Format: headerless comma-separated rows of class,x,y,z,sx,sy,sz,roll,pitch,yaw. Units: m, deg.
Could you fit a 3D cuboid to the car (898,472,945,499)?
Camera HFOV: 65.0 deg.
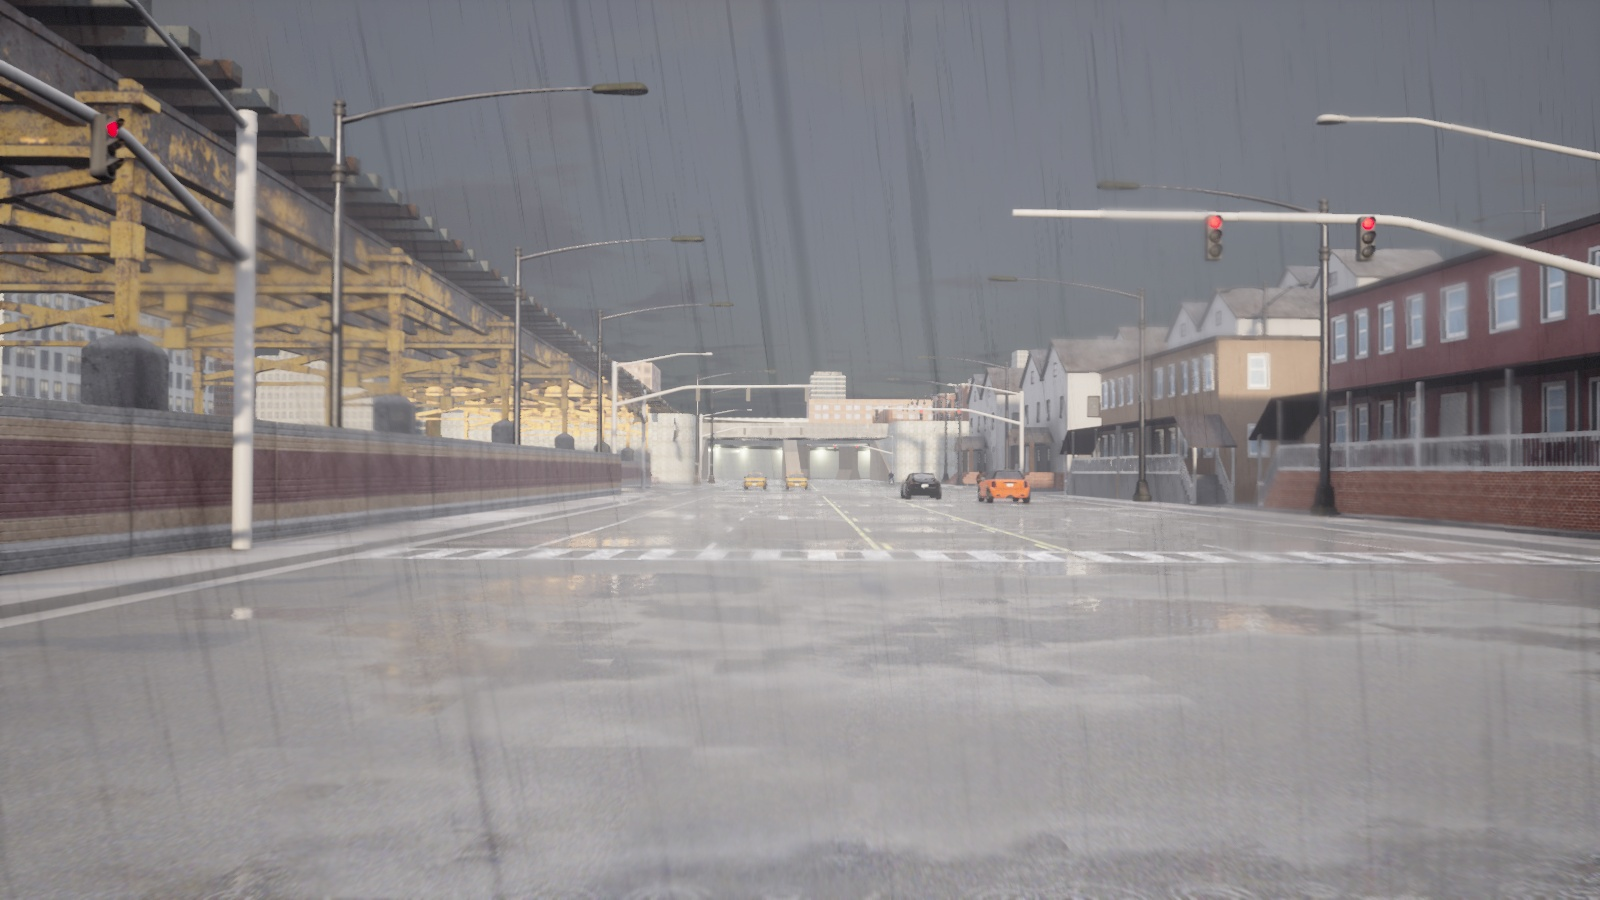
car,6.840,1.976,71.038,2.163,1.488,4.792,0,-1,0

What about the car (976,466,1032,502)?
car,10.355,1.706,64.146,2.097,1.767,4.553,0,-1,0
